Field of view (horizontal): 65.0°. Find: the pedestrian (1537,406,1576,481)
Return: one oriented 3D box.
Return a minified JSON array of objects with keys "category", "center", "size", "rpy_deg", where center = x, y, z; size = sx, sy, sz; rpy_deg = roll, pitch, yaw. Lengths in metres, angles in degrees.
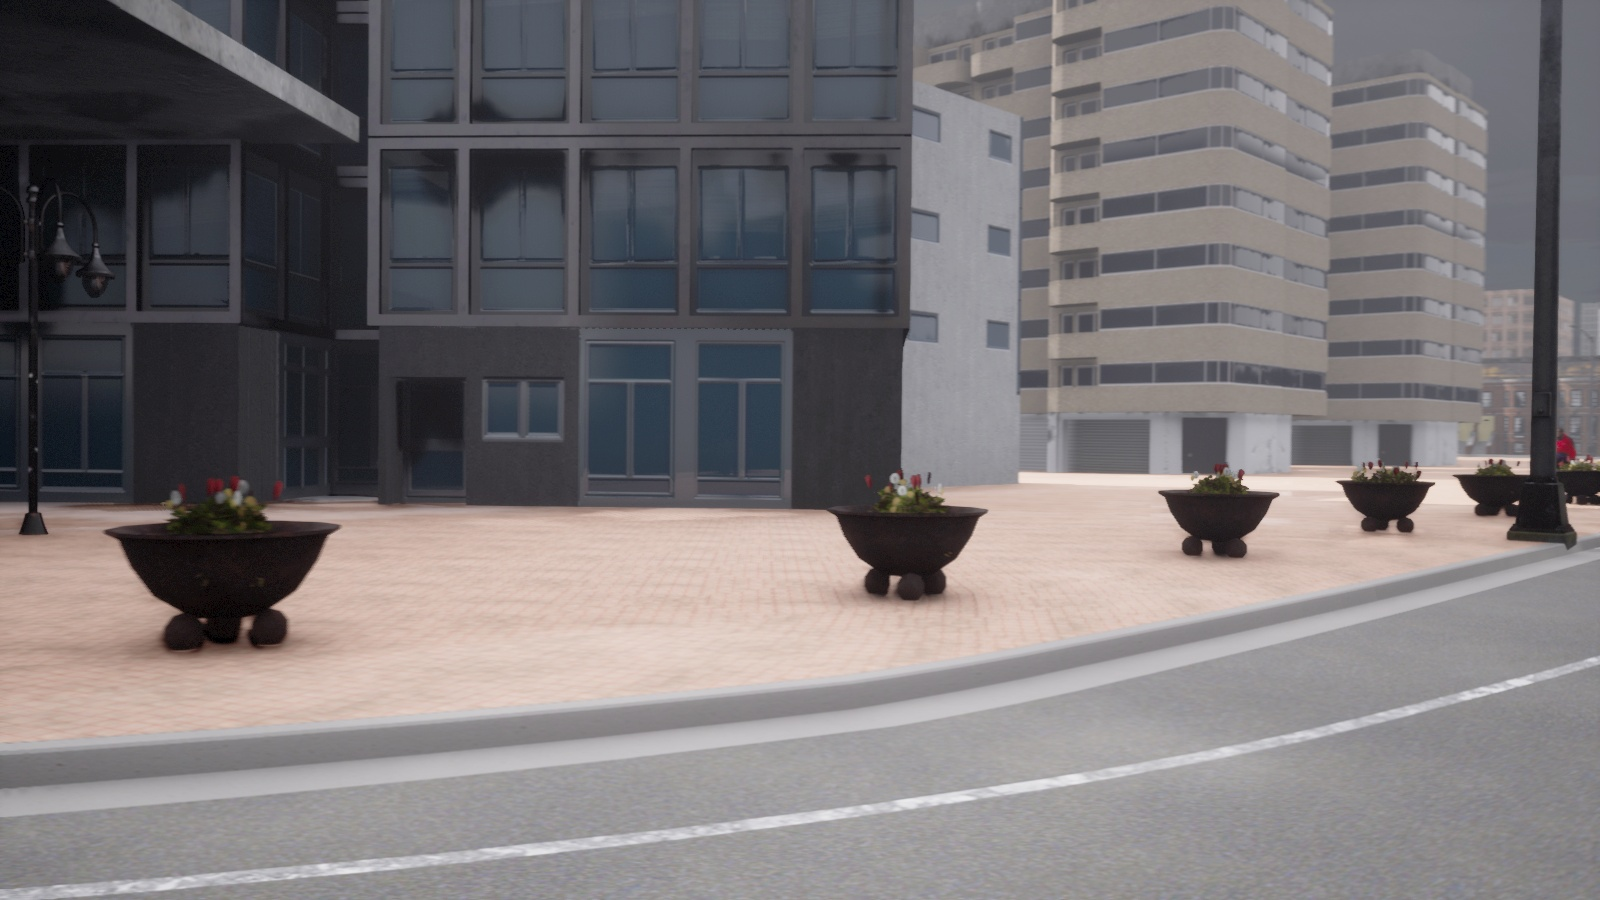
[{"category":"pedestrian","center":[18.981,-0.176,31.512],"size":[0.899,1.844,0.634],"rpy_deg":[-1,1,-44]}]
